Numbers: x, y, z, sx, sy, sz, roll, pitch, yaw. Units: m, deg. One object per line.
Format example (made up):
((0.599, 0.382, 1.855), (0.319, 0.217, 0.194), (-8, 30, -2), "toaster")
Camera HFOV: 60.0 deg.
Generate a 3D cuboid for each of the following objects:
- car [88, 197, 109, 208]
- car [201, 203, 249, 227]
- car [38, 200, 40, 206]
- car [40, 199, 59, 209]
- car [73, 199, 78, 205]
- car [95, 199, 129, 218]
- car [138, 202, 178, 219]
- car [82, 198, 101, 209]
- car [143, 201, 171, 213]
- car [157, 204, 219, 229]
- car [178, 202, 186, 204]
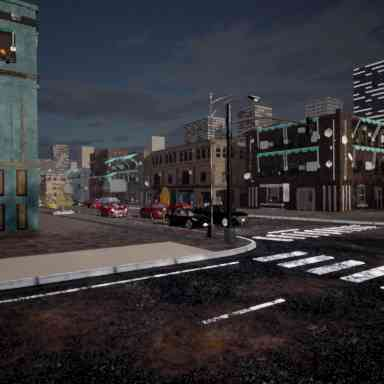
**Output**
((-17.630, 1.940, 62.602), (2.192, 1.841, 5.009), (-1, 0, -36), "car")
((2.103, 1.694, 25.068), (1.882, 1.535, 5.008), (-1, 0, -36), "car")
((-30.879, 2.376, 66.733), (2.008, 1.369, 4.403), (-1, 0, -36), "car")
((-24.342, 2.233, 57.588), (1.752, 1.417, 4.829), (-1, 0, -36), "car")
((-27.282, 2.364, 76.110), (1.947, 1.339, 4.313), (-1, 0, -36), "car")
((-8.347, 1.846, 35.213), (1.967, 1.590, 4.097), (-1, 0, -36), "car")
((-3.671, 1.894, 33.137), (1.994, 1.385, 4.181), (-1, 0, -36), "car")
((-16.908, 2.163, 57.162), (1.994, 1.385, 4.181), (-1, 0, -36), "car")
((-4.746, 1.966, 44.591), (1.802, 1.307, 4.206), (-2, 0, -36), "car")
((-0.372, 1.814, 23.854), (1.947, 1.339, 4.313), (-2, 0, -36), "car")
((-1.528, 1.904, 40.089), (1.802, 1.307, 4.206), (-2, 0, -36), "car")
